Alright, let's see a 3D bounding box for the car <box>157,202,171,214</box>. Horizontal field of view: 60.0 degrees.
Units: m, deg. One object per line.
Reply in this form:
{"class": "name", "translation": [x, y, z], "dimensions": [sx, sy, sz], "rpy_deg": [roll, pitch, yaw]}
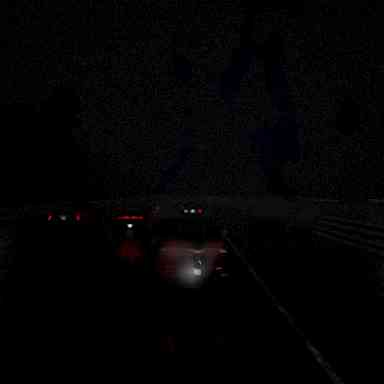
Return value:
{"class": "car", "translation": [-3.403, 1.776, 36.301], "dimensions": [1.994, 1.385, 4.181], "rpy_deg": [0, 0, 0]}

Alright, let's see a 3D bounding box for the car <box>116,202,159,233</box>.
{"class": "car", "translation": [-3.403, 1.620, 20.706], "dimensions": [1.837, 1.490, 4.892], "rpy_deg": [0, -1, 0]}

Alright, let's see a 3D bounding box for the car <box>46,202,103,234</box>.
{"class": "car", "translation": [-6.906, 1.464, 20.008], "dimensions": [2.097, 1.767, 4.553], "rpy_deg": [0, 0, 0]}

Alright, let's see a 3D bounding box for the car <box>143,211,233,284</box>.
{"class": "car", "translation": [0.072, 1.546, 9.694], "dimensions": [2.128, 1.511, 4.902], "rpy_deg": [0, 0, 1]}

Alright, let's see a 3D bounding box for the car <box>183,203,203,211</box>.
{"class": "car", "translation": [0.094, 1.727, 31.221], "dimensions": [2.033, 1.411, 5.357], "rpy_deg": [0, 0, 0]}
